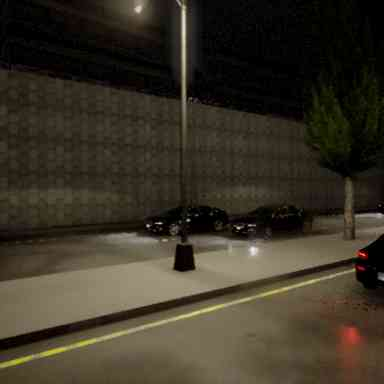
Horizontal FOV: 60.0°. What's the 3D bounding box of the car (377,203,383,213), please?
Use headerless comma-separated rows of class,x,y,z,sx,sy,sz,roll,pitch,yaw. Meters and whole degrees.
car,19.902,1.334,32.197,4.718,1.301,1.895,-1,0,-35

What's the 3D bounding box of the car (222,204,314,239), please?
car,4.121,1.405,16.755,4.892,1.490,1.837,0,0,-35

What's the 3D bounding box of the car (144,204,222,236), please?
car,-0.210,1.427,17.966,4.892,1.490,1.837,-1,0,-35

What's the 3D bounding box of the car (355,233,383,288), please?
car,5.627,1.457,7.757,4.674,1.442,1.812,-1,0,-35
